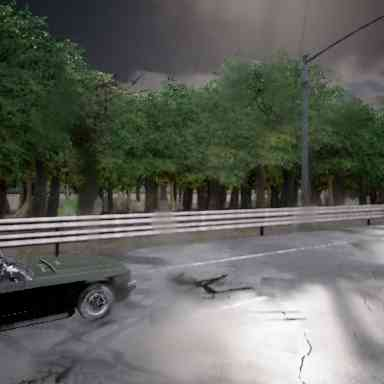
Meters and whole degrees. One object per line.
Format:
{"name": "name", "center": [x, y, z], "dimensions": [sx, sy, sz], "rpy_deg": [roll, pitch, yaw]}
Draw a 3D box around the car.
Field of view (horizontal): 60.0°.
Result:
{"name": "car", "center": [-3.400, 1.601, 5.588], "dimensions": [4.718, 1.301, 1.895], "rpy_deg": [0, 0, -35]}
